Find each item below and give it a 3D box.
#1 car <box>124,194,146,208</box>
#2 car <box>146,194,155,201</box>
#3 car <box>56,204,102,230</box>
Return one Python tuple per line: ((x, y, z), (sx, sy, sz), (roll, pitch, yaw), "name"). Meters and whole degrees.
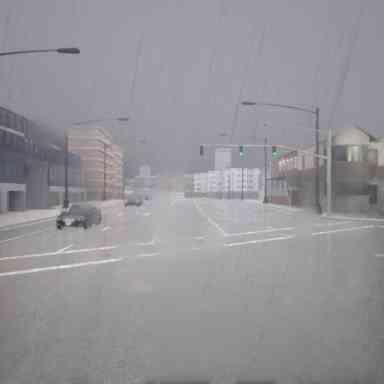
((-7.998, 1.148, 45.767), (2.097, 1.767, 4.553), (0, 1, -2), "car")
((-8.849, 1.072, 70.086), (1.812, 1.442, 4.674), (0, 0, -2), "car")
((-7.152, 1.550, 21.464), (2.128, 1.511, 4.902), (0, 0, -2), "car")
